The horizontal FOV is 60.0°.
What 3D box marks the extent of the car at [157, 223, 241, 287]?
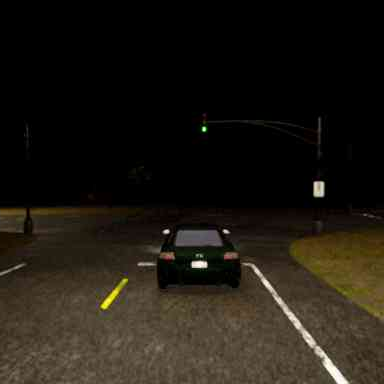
[{"bbox_3d":[0.125,1.542,9.242,1.994,1.385,4.181,0,0,-1],"label":"car"}]
